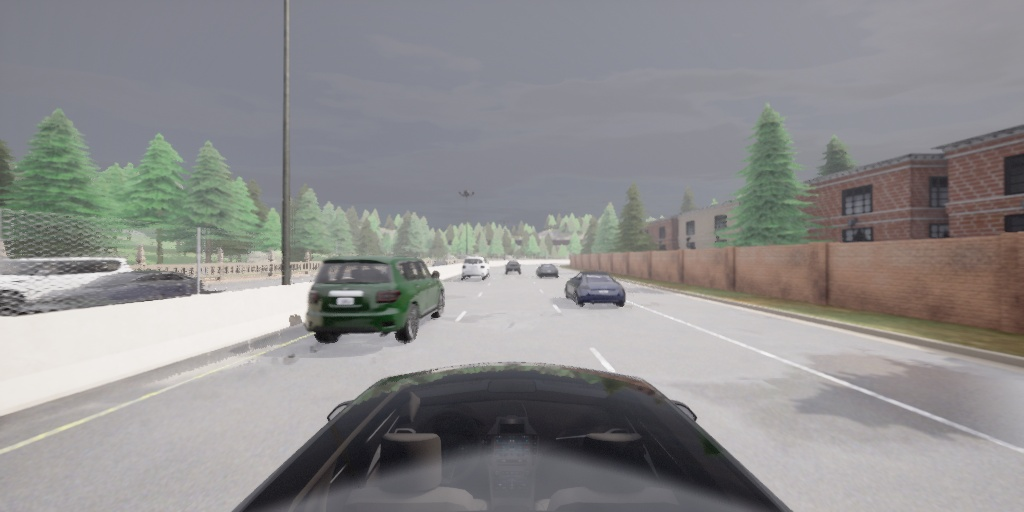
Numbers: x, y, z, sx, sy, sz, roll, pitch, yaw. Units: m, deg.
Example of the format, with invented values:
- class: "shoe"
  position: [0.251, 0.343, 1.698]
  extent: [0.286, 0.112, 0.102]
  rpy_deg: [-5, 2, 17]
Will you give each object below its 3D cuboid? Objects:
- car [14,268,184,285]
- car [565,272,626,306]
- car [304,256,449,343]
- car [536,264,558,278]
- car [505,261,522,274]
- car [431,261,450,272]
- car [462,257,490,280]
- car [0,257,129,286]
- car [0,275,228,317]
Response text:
- class: "car"
  position: [-14.087, 1.328, 13.303]
  extent: [1.837, 1.490, 4.892]
  rpy_deg: [0, 0, 0]
- class: "car"
  position: [3.618, 1.391, 16.134]
  extent: [1.994, 1.385, 4.181]
  rpy_deg: [0, 0, 0]
- class: "car"
  position: [-3.389, 1.020, 9.988]
  extent: [2.150, 2.045, 5.566]
  rpy_deg: [0, 0, 0]
- class: "car"
  position: [3.639, 1.506, 37.307]
  extent: [1.994, 1.385, 4.181]
  rpy_deg: [0, 0, 0]
- class: "car"
  position: [0.147, 1.495, 46.122]
  extent: [1.837, 1.490, 4.892]
  rpy_deg: [0, -1, 0]
- class: "car"
  position: [-10.446, 1.536, 52.656]
  extent: [1.837, 1.490, 4.892]
  rpy_deg: [0, 0, 0]
- class: "car"
  position: [-3.365, 1.149, 33.642]
  extent: [2.150, 2.045, 5.566]
  rpy_deg: [0, 0, 0]
- class: "car"
  position: [-17.587, 1.047, 13.402]
  extent: [2.150, 2.045, 5.566]
  rpy_deg: [0, 0, 0]
- class: "car"
  position: [-10.590, 1.404, 10.148]
  extent: [1.895, 1.301, 4.718]
  rpy_deg: [0, 0, 0]
